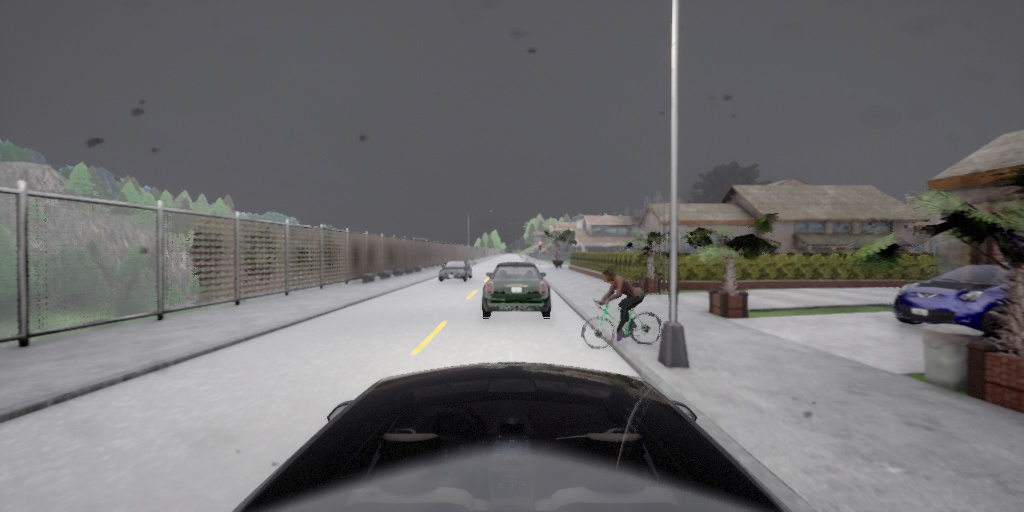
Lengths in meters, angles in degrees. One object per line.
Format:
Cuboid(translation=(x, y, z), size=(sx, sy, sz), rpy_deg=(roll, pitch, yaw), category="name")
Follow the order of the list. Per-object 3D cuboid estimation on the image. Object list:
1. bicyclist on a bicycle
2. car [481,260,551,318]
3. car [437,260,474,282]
Cuboid(translation=(2.200, 1.065, 7.296), size=(1.656, 1.620, 0.582), rpy_deg=(-5, 1, 0), category="bicyclist on a bicycle")
Cuboid(translation=(0.142, 0.974, 12.509), size=(2.097, 1.767, 4.553), rpy_deg=(0, 1, 0), category="car")
Cuboid(translation=(-3.884, 1.021, 25.328), size=(1.812, 1.442, 4.674), rpy_deg=(0, 1, 0), category="car")
